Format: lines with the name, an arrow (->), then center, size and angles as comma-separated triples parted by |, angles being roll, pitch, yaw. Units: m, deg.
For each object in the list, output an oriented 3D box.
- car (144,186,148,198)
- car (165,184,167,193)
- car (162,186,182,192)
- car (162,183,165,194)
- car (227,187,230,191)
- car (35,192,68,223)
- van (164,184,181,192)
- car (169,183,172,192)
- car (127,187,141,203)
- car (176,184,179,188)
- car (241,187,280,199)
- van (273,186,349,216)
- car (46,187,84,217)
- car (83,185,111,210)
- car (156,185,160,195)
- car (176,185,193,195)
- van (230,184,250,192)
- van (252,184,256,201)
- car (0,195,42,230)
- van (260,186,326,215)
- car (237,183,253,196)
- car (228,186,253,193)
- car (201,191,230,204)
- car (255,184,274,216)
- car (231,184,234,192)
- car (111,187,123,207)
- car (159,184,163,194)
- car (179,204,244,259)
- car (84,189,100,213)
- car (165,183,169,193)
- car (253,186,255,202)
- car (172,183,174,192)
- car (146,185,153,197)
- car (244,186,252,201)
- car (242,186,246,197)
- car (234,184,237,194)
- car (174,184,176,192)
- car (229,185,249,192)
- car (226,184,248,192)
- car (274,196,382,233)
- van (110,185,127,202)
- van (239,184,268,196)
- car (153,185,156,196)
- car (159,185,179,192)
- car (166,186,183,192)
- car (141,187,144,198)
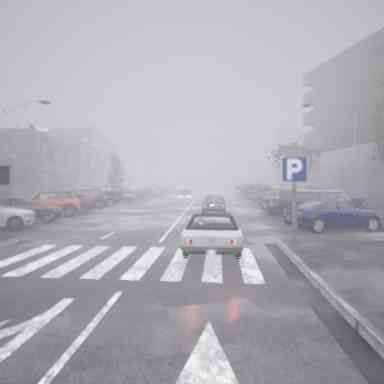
car -> -8.510, 0.246, 42.414 | 4.792, 1.488, 2.163 | -1, 2, -16
car -> -7.450, -0.291, 59.980 | 4.674, 1.452, 2.002 | -1, 1, -16
car -> -5.444, -0.871, 89.238 | 5.008, 1.535, 2.097 | -1, 0, -16
car -> -7.605, -0.370, 57.047 | 4.553, 1.767, 2.185 | -1, 2, -16
car -> 10.922, -0.511, 70.382 | 5.366, 1.575, 1.946 | 1, 1, -16
car -> -9.841, 0.992, 18.914 | 4.792, 1.488, 2.163 | -1, 2, -17
van -> -5.337, -1.117, 92.130 | 4.442, 1.987, 1.878 | -1, 1, -16
car -> -7.056, -0.488, 65.828 | 5.008, 1.535, 2.097 | -1, 2, -16
car -> -8.705, 0.397, 36.599 | 5.366, 1.575, 1.946 | -1, 2, -17
car -> -6.501, -0.926, 74.589 | 5.566, 2.045, 2.435 | -1, 1, -16
car -> 9.529, 0.174, 46.536 | 4.892, 1.521, 2.231 | 0, 2, -16
van -> 7.392, 0.811, 19.617 | 4.442, 1.987, 1.878 | 0, 2, -15
car -> -9.679, 0.743, 21.848 | 4.553, 1.767, 2.185 | -1, 2, -17
car -> -9.355, 0.557, 27.736 | 4.553, 1.767, 2.185 | -1, 2, -17
car -> -7.995, -0.060, 51.188 | 4.892, 1.521, 2.231 | -1, 2, -16
car -> -1.107, -0.159, 59.208 | 1.895, 1.301, 4.718 | 0, 2, 4
van -> 11.821, -0.935, 82.334 | 4.442, 1.987, 1.878 | 1, 1, -16
van -> 8.450, 0.428, 31.569 | 4.442, 1.987, 1.878 | 0, 2, -15
car -> -10.028, 1.096, 15.959 | 4.674, 1.452, 2.002 | -1, 2, -17
van -> 7.699, 0.618, 25.521 | 4.442, 1.987, 1.878 | 0, 2, -15
car -> 9.344, 0.019, 43.532 | 5.566, 2.045, 2.435 | 0, 2, -16
car -> 11.540, -0.670, 79.333 | 5.366, 1.575, 1.946 | 1, 1, -16
car -> 1.658, 0.882, 25.187 | 2.033, 1.411, 5.357 | 0, 2, 4
car -> 7.519, 0.689, 22.556 | 5.566, 2.045, 2.435 | 1, 2, -15
car -> 10.129, -0.208, 58.443 | 5.366, 1.575, 1.946 | 0, 2, -16
car -> -9.226, 0.589, 30.680 | 5.008, 1.535, 2.097 | -1, 2, -17
car -> -7.814, -0.154, 54.118 | 5.008, 1.535, 2.097 | -1, 2, -16
car -> 0.726, 1.365, 11.709 | 1.895, 1.301, 4.718 | 0, 2, 4
car -> -9.574, 0.806, 24.781 | 4.792, 1.488, 2.163 | -1, 2, -17
car -> -7.226, -0.538, 62.899 | 4.553, 1.767, 2.185 | -1, 2, -16
car -> 8.043, 0.623, 28.542 | 4.553, 1.767, 2.185 | 0, 2, -15
car -> -6.874, -0.555, 68.753 | 5.008, 1.535, 2.097 | -1, 1, -16
car -> -8.370, 0.124, 45.336 | 5.008, 1.535, 2.097 | -1, 2, -16
car -> 8.849, 0.463, 37.527 | 4.892, 1.521, 2.231 | 0, 2, -15
car -> 9.107, 0.396, 40.536 | 4.792, 1.488, 2.163 | 0, 2, -16
car -> 9.765, -0.174, 49.533 | 5.566, 2.045, 2.435 | 0, 2, -16
car -> -6.849, -0.620, 71.630 | 5.366, 1.575, 1.946 | -1, 2, -16
car -> 12.112, -0.867, 85.354 | 4.553, 1.767, 2.185 | 1, 0, -16
car -> 12.778, -1.058, 94.297 | 5.566, 2.045, 2.435 | 1, 1, -16
car -> 7.005, 1.131, 16.607 | 5.008, 1.535, 2.097 | 0, 2, -15
van -> -9.167, 0.273, 33.574 | 4.442, 1.987, 1.878 | -1, 2, -17
van -> 10.231, -0.338, 55.536 | 4.442, 1.987, 1.878 | 0, 2, -16
car -> -8.179, 0.033, 48.263 | 4.892, 1.521, 2.231 | -1, 2, -16
car -> -5.828, -0.938, 83.388 | 4.553, 1.767, 2.185 | -1, 1, -16
car -> -5.012, -0.867, 95.092 | 4.674, 1.452, 2.002 | -1, 0, -16
car -> -8.720, 0.310, 39.476 | 5.008, 1.535, 2.097 | -1, 2, -17
